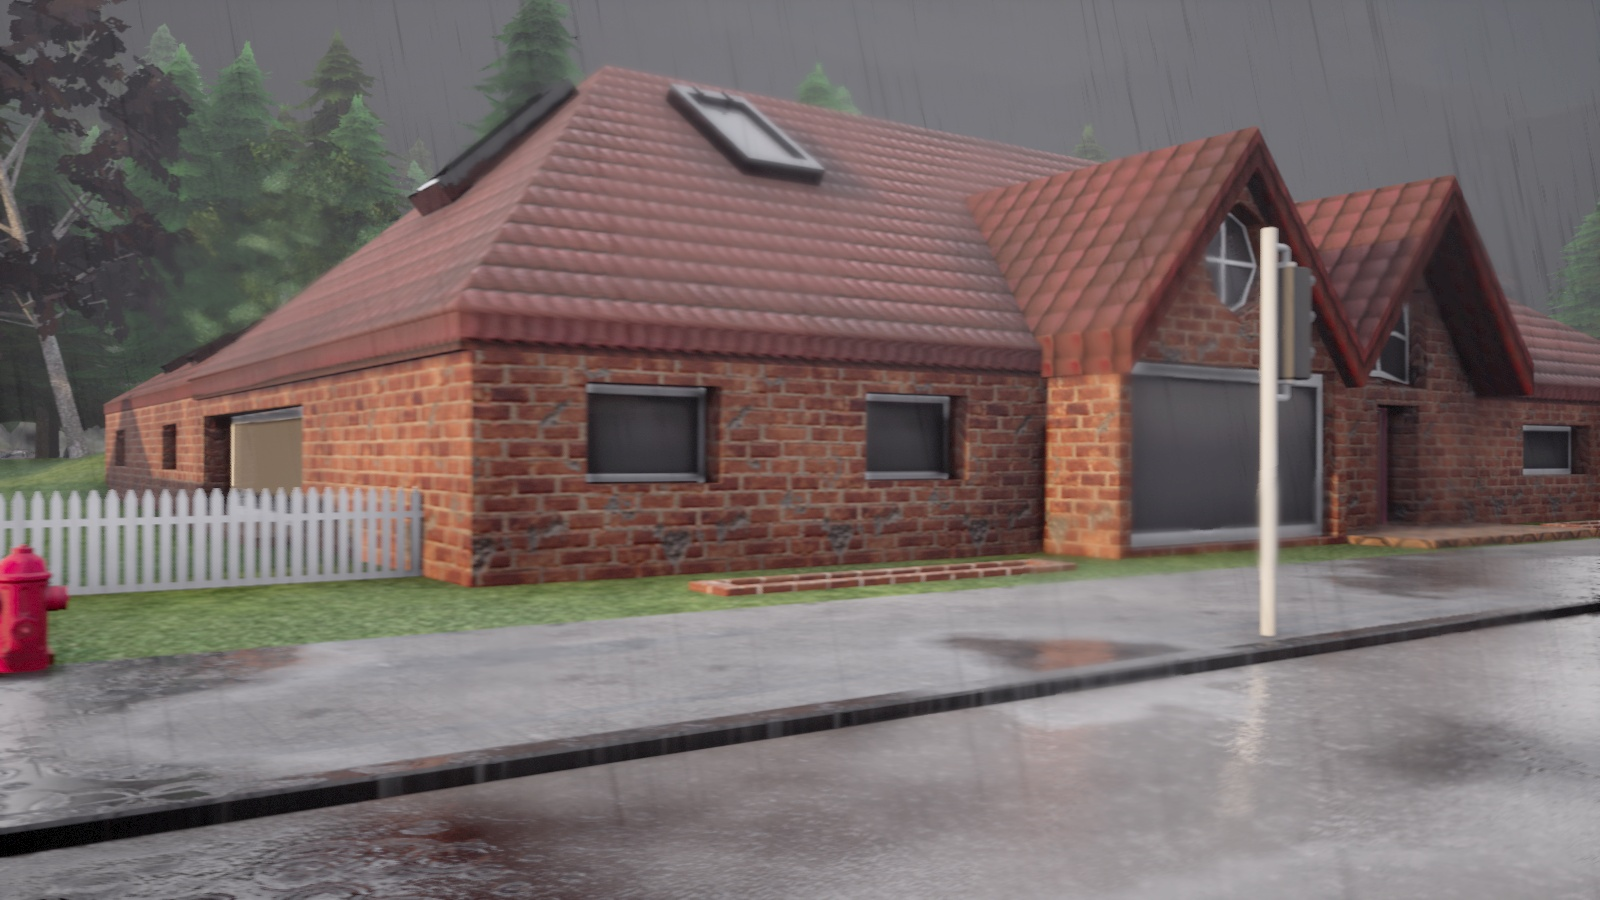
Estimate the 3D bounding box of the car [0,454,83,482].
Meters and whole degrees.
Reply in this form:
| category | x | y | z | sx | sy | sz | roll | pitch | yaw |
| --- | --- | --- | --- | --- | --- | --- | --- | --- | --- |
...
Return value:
| category | x | y | z | sx | sy | sz | roll | pitch | yaw |
| --- | --- | --- | --- | --- | --- | --- | --- | --- | --- |
| car | -42.759 | 0.961 | 69.765 | 4.902 | 1.511 | 2.128 | 0 | 0 | -35 |
